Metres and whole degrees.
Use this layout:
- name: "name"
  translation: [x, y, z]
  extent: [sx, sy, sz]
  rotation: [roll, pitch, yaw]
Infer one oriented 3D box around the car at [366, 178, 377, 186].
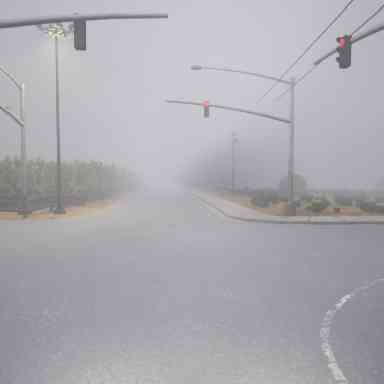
- name: "car"
  translation: [42.115, -2.324, 77.651]
  extent: [1.905, 1.878, 3.866]
  rotation: [10, 10, 41]
